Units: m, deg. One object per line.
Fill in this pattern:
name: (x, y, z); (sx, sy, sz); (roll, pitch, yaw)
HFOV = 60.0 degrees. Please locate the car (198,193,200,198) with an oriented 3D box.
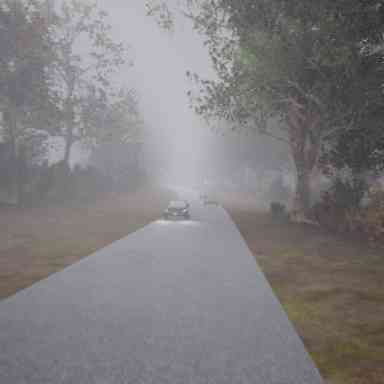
car: (2.092, 0.498, 55.095); (1.895, 1.301, 4.718); (0, 3, -3)

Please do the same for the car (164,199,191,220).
car: (-1.062, 1.323, 26.383); (1.812, 1.442, 4.674); (1, 0, 4)

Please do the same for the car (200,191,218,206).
car: (2.370, 0.984, 43.060); (2.033, 1.411, 5.357); (0, 2, 1)
